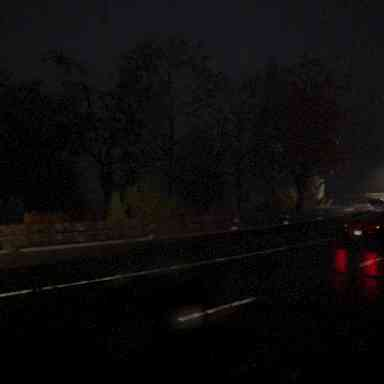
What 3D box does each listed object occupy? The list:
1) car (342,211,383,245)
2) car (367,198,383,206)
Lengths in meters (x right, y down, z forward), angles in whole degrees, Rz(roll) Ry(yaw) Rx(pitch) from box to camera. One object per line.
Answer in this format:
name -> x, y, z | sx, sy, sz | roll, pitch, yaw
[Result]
car -> 9.040, 1.671, 16.511 | 1.812, 1.442, 4.674 | 0, 0, 45
car -> 37.678, 2.076, 68.924 | 1.837, 1.490, 4.892 | 0, 0, 10
